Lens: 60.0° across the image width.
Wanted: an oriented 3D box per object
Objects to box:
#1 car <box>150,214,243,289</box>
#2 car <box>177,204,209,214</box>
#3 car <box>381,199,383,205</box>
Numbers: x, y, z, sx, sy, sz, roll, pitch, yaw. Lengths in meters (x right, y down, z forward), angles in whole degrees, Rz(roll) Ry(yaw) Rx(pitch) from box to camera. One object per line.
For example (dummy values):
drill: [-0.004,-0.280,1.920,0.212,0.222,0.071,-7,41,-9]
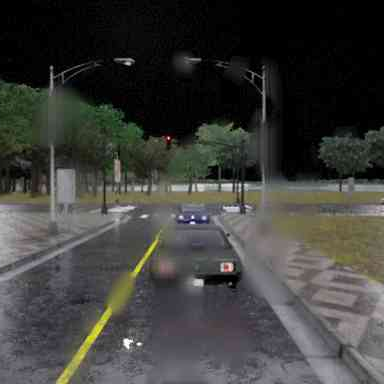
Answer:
car: [0.083,1.490,8.827,1.895,1.301,4.718,0,1,0]
car: [0.076,1.352,19.913,1.895,1.301,4.718,0,1,1]
car: [25.997,0.989,41.245,4.674,1.442,1.812,0,1,0]
